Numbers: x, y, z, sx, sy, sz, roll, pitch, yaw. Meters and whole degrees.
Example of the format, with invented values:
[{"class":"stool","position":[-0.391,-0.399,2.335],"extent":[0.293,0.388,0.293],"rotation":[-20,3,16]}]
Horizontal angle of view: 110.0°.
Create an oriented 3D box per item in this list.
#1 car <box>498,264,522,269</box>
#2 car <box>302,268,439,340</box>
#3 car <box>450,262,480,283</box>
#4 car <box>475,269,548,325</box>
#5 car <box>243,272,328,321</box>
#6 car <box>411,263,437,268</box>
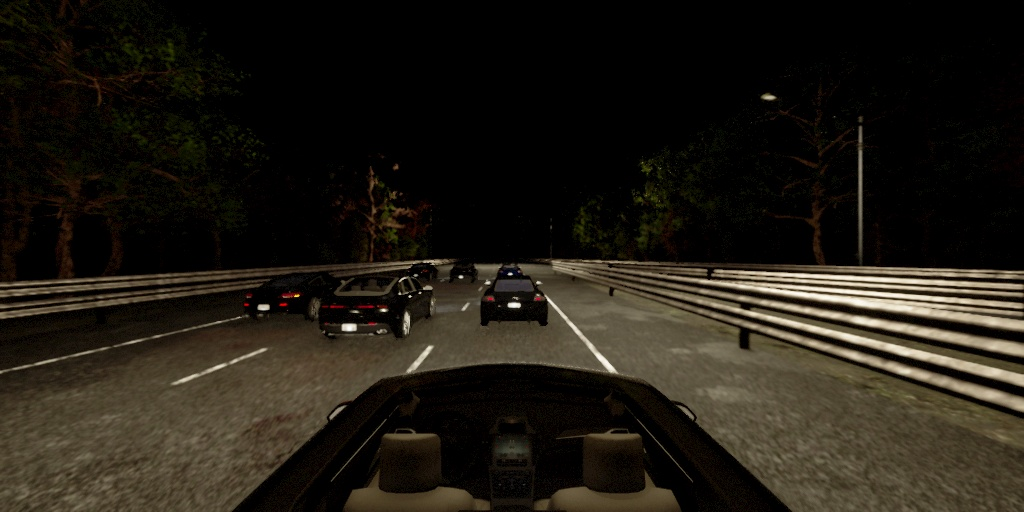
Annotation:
[{"class":"car","position":[-0.161,1.288,28.389],"extent":[1.994,1.385,4.181],"rotation":[0,0,-1]},{"class":"car","position":[-3.436,1.245,9.959],"extent":[1.837,1.490,4.892],"rotation":[0,0,0]},{"class":"car","position":[-3.650,1.230,27.819],"extent":[1.837,1.490,4.892],"rotation":[0,0,-1]},{"class":"car","position":[0.051,1.301,11.730],"extent":[1.994,1.385,4.181],"rotation":[0,0,0]},{"class":"car","position":[-6.953,1.264,12.320],"extent":[1.812,1.442,4.674],"rotation":[0,0,0]},{"class":"car","position":[-7.171,1.252,28.941],"extent":[1.812,1.442,4.674],"rotation":[0,0,-1]}]
